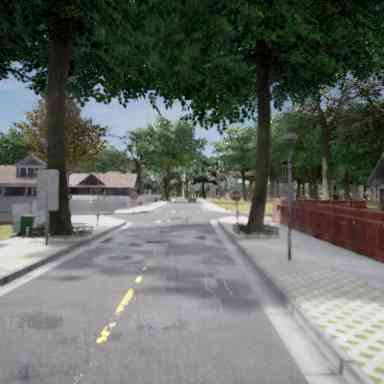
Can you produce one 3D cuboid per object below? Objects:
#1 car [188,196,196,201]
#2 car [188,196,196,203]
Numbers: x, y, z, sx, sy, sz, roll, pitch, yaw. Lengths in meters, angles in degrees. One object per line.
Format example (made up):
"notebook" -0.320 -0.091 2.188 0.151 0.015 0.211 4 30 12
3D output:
"car" 0.013 1.657 86.662 1.895 1.301 4.718 0 0 0
"car" 0.009 1.695 76.624 1.812 1.442 4.674 0 0 0
